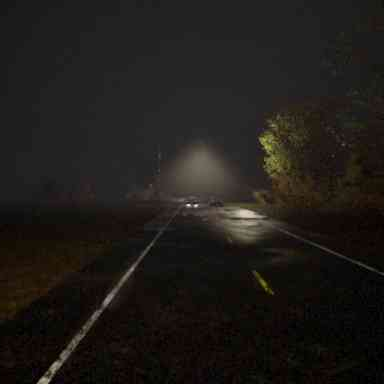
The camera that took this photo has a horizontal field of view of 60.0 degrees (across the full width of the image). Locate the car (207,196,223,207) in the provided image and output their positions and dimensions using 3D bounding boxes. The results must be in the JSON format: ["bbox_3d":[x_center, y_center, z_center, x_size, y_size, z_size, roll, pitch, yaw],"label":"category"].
[{"bbox_3d":[3.668,1.591,50.717,1.895,1.301,4.718,0,0,0],"label":"car"}]

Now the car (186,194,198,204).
[{"bbox_3d":[0.060,1.544,60.648,1.994,1.385,4.181,0,0,1],"label":"car"}]

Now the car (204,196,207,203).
[{"bbox_3d":[3.595,1.510,70.086,2.128,1.511,4.902,0,0,0],"label":"car"}]
